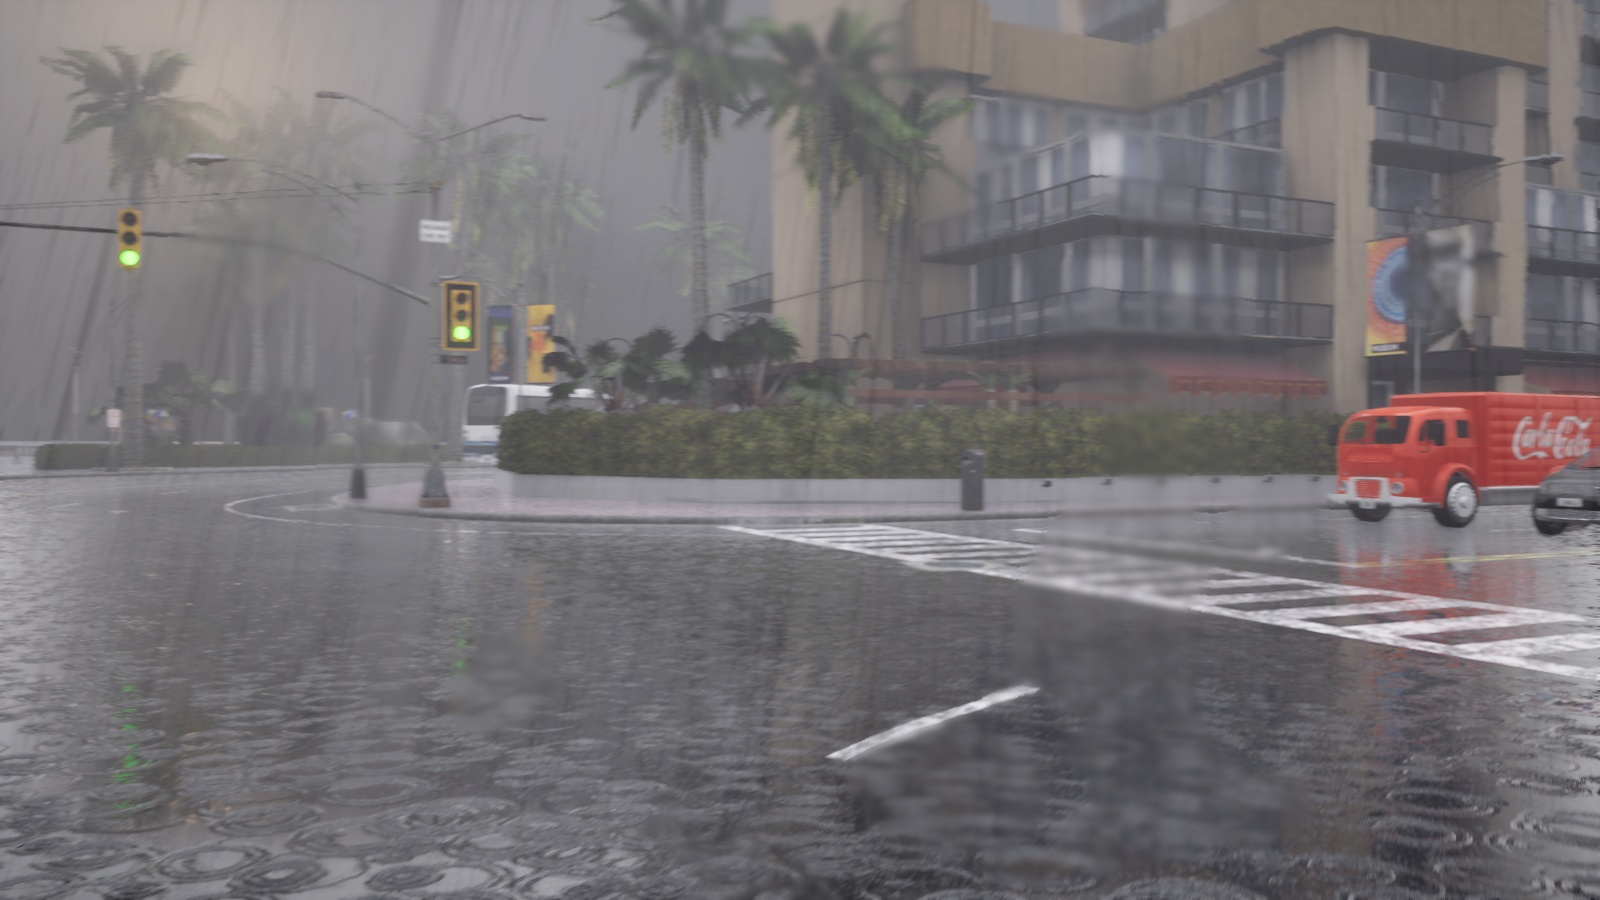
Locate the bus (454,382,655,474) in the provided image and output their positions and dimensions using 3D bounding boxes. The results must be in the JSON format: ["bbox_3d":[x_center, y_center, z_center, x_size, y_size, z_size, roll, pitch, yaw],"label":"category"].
[{"bbox_3d":[-12.125,-1.045,63.319,3.944,4.253,10.273,0,0,32],"label":"bus"}]

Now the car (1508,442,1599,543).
[{"bbox_3d":[13.721,0.661,20.672,3.705,1.549,1.789,0,0,-26],"label":"car"}]

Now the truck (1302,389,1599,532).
[{"bbox_3d":[12.534,0.172,23.971,5.204,2.467,2.627,0,0,-26],"label":"truck"}]
